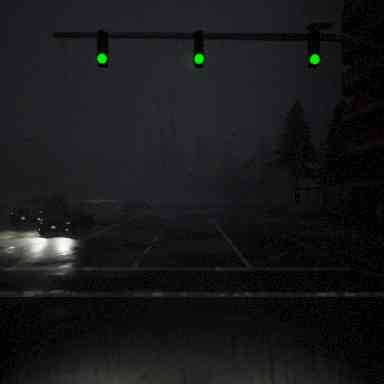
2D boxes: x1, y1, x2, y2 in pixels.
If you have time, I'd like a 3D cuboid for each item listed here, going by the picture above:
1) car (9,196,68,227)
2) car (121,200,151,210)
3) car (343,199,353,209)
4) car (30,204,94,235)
[{"bbox_3d":[-10.580,1.288,23.607,2.150,2.045,5.566,0,0,0],"label":"car"},{"bbox_3d":[-7.512,1.700,44.155,1.895,1.301,4.718,0,0,-41],"label":"car"},{"bbox_3d":[21.938,1.539,42.779,5.008,1.535,1.882,0,0,0],"label":"car"},{"bbox_3d":[-7.064,1.617,18.973,1.994,1.385,4.181,0,0,1],"label":"car"}]
